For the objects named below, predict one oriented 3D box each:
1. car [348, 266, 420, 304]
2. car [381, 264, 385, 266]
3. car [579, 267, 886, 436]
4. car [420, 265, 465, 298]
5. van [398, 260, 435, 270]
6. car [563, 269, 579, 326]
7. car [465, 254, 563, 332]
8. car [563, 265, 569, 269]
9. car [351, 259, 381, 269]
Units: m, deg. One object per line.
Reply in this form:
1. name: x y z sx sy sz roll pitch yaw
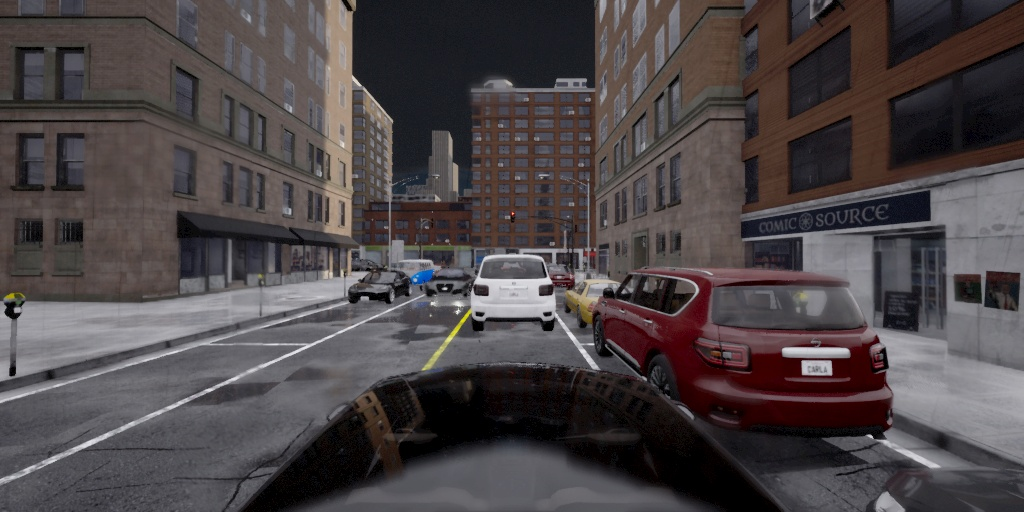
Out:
1. car: -5.884 1.330 16.486 1.948 1.339 4.313 0 0 0
2. car: -17.871 1.162 43.586 4.892 1.490 1.837 0 -1 0
3. car: 2.662 1.067 5.535 2.192 1.841 5.009 0 0 0
4. car: -3.119 1.331 18.614 1.994 1.385 4.181 0 0 0
5. van: -5.894 1.113 21.969 1.690 1.789 3.998 0 0 0
6. car: 2.652 1.283 11.188 1.751 1.417 4.829 0 0 0
7. car: 0.013 0.979 11.063 2.150 2.045 5.566 0 0 -1
8. car: 2.631 1.211 21.983 1.967 1.591 4.097 0 0 0
9. car: -18.065 1.167 40.336 5.357 1.411 2.033 0 -1 0
